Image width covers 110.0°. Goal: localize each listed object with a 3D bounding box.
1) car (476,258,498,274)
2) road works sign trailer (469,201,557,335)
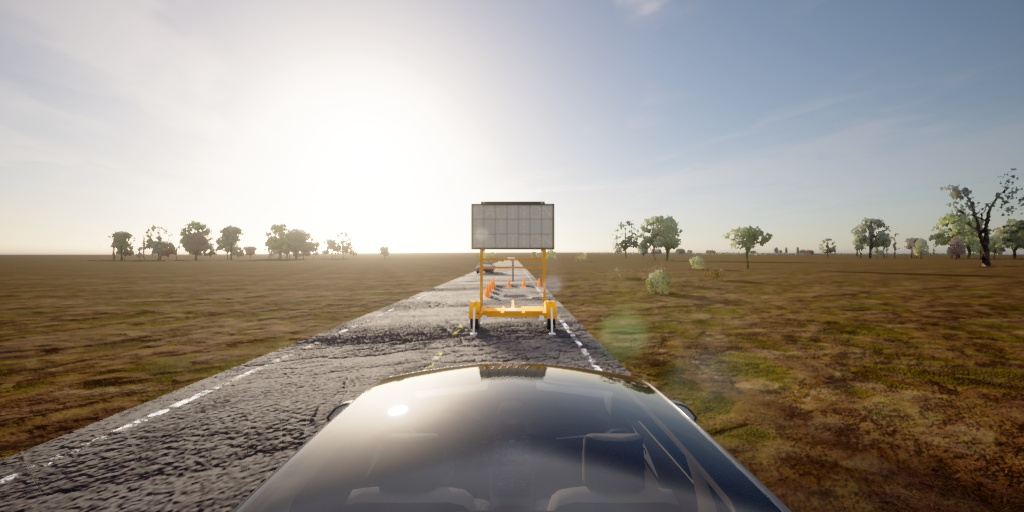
[{"bbox_3d":[-2.994,1.297,40.589,2.033,1.411,5.357,0,0,0],"label":"car"},{"bbox_3d":[0.026,0.214,10.518,2.380,3.560,2.880,0,0,0],"label":"road works sign trailer"}]
